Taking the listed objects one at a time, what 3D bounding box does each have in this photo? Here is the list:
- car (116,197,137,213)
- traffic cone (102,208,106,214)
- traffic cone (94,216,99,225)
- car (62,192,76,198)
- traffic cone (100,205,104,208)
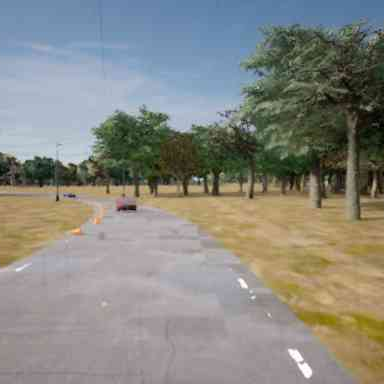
[{"bbox_3d":[-6.648,1.204,33.463,1.882,1.535,5.008,0,1,-16],"label":"car"},{"bbox_3d":[-7.104,1.766,26.201,0.340,0.580,0.340,0,1,-12],"label":"traffic cone"},{"bbox_3d":[-6.160,1.809,21.396,0.340,0.580,0.340,0,1,-10],"label":"traffic cone"},{"bbox_3d":[-27.919,0.694,75.673,1.895,1.301,4.718,-1,2,-36],"label":"car"},{"bbox_3d":[-8.228,1.721,30.968,0.340,0.580,0.340,0,1,-14],"label":"traffic cone"}]
